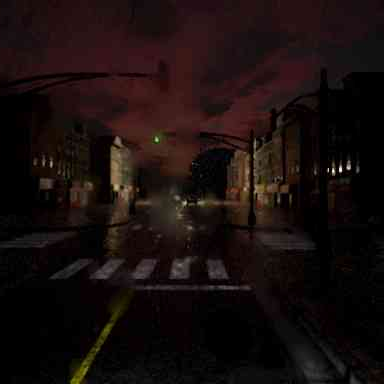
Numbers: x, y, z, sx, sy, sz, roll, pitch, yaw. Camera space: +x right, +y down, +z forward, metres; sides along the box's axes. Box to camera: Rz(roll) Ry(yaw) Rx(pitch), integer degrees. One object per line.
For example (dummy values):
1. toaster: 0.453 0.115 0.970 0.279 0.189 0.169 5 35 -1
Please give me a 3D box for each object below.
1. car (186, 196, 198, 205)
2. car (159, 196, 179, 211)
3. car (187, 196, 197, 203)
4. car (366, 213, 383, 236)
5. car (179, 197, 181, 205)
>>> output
1. car: -0.012 1.495 58.763 1.837 1.490 4.892 0 0 0
2. car: -2.852 1.505 40.120 1.812 1.442 4.674 0 0 0
3. car: -0.014 1.515 69.180 1.994 1.385 4.181 0 0 0
4. car: 11.711 1.400 16.952 5.009 1.841 2.192 0 0 0
5. car: -2.808 1.480 57.365 2.128 1.511 4.902 0 0 1
